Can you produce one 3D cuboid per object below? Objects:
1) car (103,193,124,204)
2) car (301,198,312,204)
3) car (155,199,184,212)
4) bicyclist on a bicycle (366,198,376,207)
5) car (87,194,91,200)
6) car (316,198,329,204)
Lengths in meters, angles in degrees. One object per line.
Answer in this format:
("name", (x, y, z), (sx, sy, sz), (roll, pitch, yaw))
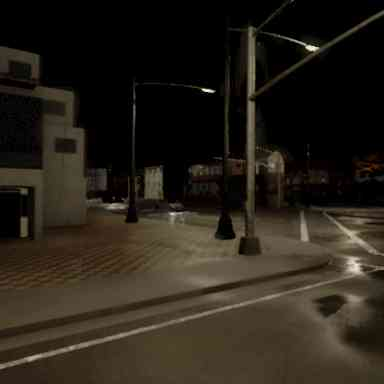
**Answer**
("car", (-12.672, 0.997, 53.509), (2.097, 1.767, 4.553), (1, 1, -36))
("car", (26.782, 2.027, 77.757), (2.128, 1.511, 4.902), (0, 0, 9))
("car", (-2.790, 1.567, 39.833), (1.812, 1.442, 4.674), (0, 1, -36))
("bicyclist on a bicycle", (31.121, 1.810, 57.763), (1.656, 1.620, 0.582), (0, 0, 9))
("car", (-21.618, 0.838, 66.004), (1.882, 1.535, 5.008), (1, 0, -36))
("car", (30.239, 2.063, 77.215), (2.033, 1.411, 5.357), (0, 0, 9))
